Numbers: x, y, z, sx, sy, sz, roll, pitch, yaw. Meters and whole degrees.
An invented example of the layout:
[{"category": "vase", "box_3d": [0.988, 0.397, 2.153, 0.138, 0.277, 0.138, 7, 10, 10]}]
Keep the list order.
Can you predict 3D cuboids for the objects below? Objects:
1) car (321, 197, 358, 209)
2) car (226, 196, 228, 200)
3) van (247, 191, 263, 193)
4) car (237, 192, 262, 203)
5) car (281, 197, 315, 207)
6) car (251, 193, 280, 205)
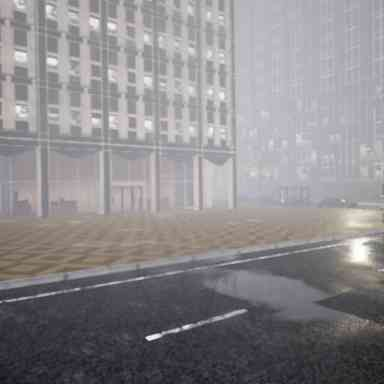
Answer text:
[{"category": "car", "box_3d": [17.714, 1.326, 40.138, 1.947, 1.339, 4.313, -1, 1, -34]}, {"category": "car", "box_3d": [8.699, 0.924, 68.397, 1.802, 1.307, 4.206, -1, 1, -34]}, {"category": "van", "box_3d": [11.905, 0.735, 63.702, 1.690, 1.788, 3.998, -1, 1, -34]}, {"category": "car", "box_3d": [9.429, 1.140, 57.110, 1.895, 1.301, 4.718, -1, 1, -34]}, {"category": "car", "box_3d": [14.520, 1.290, 44.841, 1.802, 1.307, 4.206, -1, 1, -34]}, {"category": "car", "box_3d": [11.360, 1.221, 49.565, 1.947, 1.339, 4.313, -1, 1, -34]}]
